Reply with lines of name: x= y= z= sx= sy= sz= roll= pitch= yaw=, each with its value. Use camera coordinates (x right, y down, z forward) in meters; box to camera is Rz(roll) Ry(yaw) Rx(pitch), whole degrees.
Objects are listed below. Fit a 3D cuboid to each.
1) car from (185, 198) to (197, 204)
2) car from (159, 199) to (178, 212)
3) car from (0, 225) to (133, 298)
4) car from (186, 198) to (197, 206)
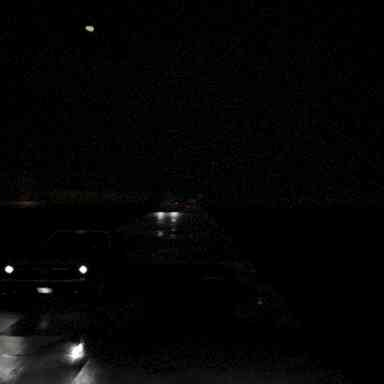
car: x=-0.185 y=2.045 z=75.190 sx=1.837 sy=1.490 sz=4.892 roll=0 pitch=-1 yaw=9
car: x=-2.782 y=1.626 z=39.984 sx=1.812 sy=1.442 sz=4.674 roll=0 pitch=0 yaw=0
car: x=-2.847 y=1.594 z=8.640 sx=1.895 sy=1.301 sz=4.718 roll=0 pitch=0 yaw=0
car: x=-0.052 y=1.989 z=65.048 sx=1.812 sy=1.442 sz=4.674 roll=0 pitch=-1 yaw=0
